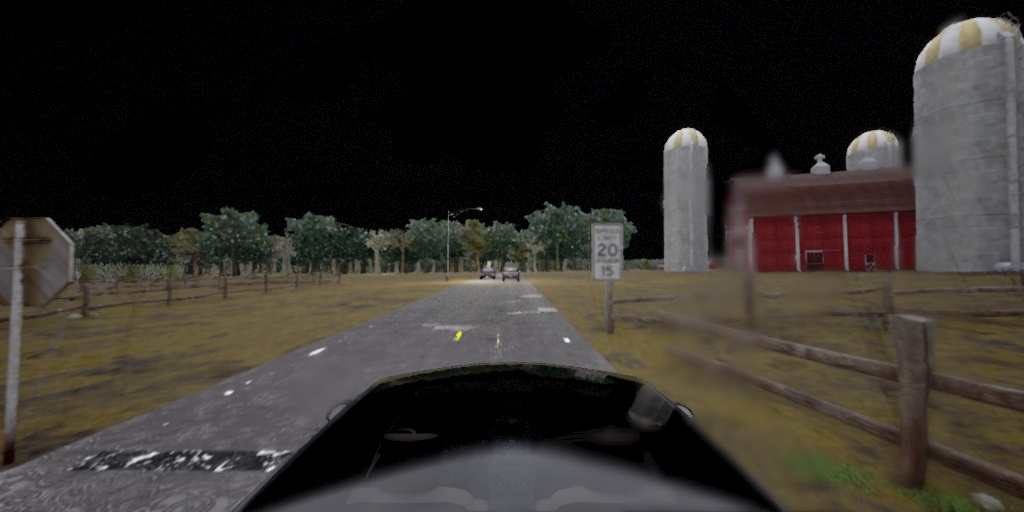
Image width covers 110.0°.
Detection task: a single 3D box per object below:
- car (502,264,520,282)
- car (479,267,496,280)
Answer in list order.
[{"bbox_3d":[-0.108,1.942,38.740,2.128,1.511,4.902,0,-1,0],"label":"car"},{"bbox_3d":[-2.875,2.096,43.741,2.033,1.411,5.357,0,-1,0],"label":"car"}]
